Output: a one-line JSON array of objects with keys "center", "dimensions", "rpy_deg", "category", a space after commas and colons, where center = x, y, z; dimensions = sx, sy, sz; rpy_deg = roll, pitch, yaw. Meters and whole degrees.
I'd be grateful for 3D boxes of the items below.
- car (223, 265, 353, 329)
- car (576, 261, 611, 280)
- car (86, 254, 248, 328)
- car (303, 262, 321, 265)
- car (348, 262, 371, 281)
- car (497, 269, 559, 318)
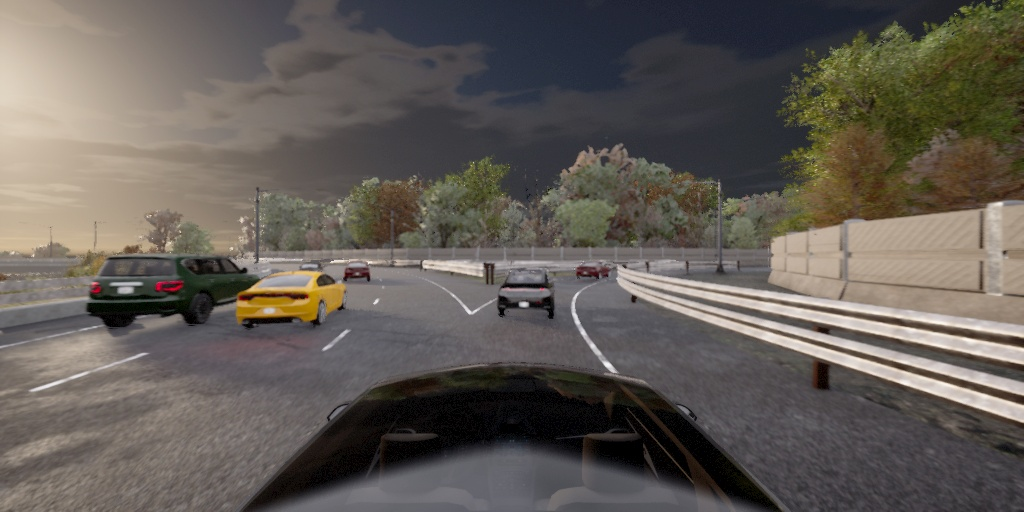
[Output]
[{"center": [-6.678, 1.220, 11.438], "dimensions": [1.882, 1.535, 5.008], "rpy_deg": [0, 0, -13], "category": "car"}, {"center": [7.138, 1.200, 31.049], "dimensions": [1.882, 1.535, 5.008], "rpy_deg": [0, 0, 30], "category": "car"}, {"center": [-10.342, 0.962, 11.654], "dimensions": [2.150, 2.045, 5.566], "rpy_deg": [0, 0, -13], "category": "car"}, {"center": [-16.780, 1.252, 30.089], "dimensions": [1.812, 1.442, 4.674], "rpy_deg": [0, 0, -24], "category": "car"}, {"center": [-12.674, 1.204, 29.451], "dimensions": [1.882, 1.535, 5.008], "rpy_deg": [0, 0, -23], "category": "car"}, {"center": [0.659, 1.231, 13.082], "dimensions": [2.128, 1.511, 4.902], "rpy_deg": [0, 0, 7], "category": "car"}]
